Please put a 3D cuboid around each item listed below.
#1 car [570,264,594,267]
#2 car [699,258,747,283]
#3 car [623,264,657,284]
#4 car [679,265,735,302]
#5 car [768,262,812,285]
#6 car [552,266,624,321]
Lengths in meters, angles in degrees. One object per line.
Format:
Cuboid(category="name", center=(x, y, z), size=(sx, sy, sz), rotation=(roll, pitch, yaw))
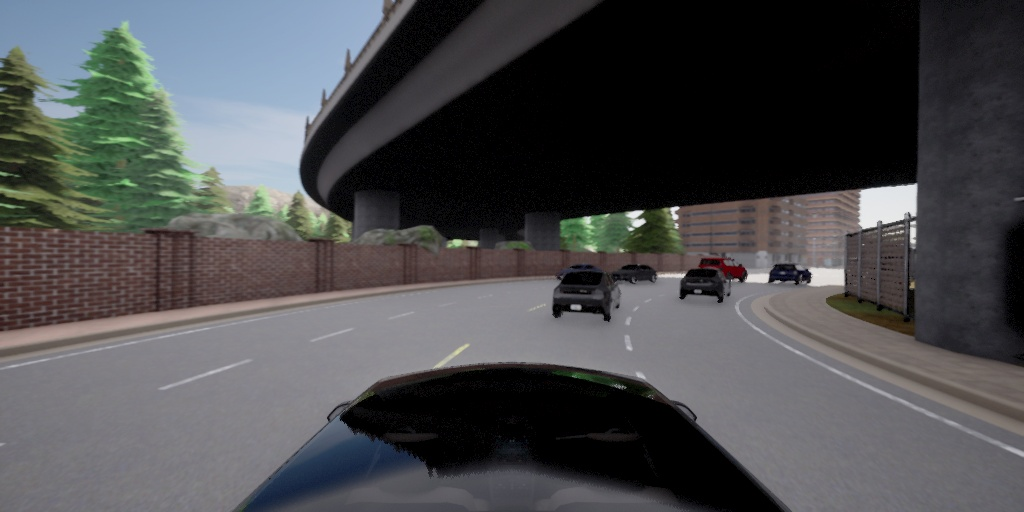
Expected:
Cuboid(category="car", center=(5.581, 1.337, 29.306), size=(4.674, 1.442, 1.812), rotation=(1, 0, -44))
Cuboid(category="car", center=(17.604, 1.204, 30.035), size=(5.566, 2.045, 2.150), rotation=(1, 0, -38))
Cuboid(category="car", center=(9.641, 1.385, 28.366), size=(4.892, 1.490, 1.837), rotation=(1, 0, -40))
Cuboid(category="car", center=(9.886, 1.386, 18.242), size=(1.837, 1.490, 4.892), rotation=(0, -1, 36))
Cuboid(category="car", center=(23.440, 1.418, 30.156), size=(4.553, 1.767, 2.097), rotation=(1, 0, -38))
Cuboid(category="car", center=(2.787, 1.287, 12.884), size=(1.837, 1.490, 4.892), rotation=(0, 0, 22))
